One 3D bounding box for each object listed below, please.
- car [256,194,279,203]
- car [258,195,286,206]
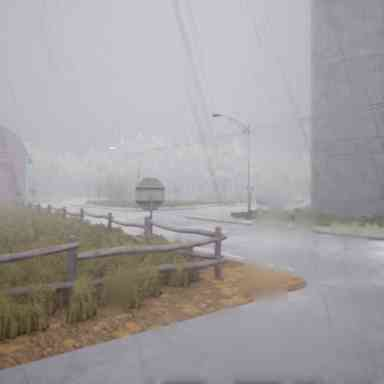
[{"bbox_3d":[16.567,1.341,73.131,1.932,1.855,4.605,0,0,-36],"label":"car"},{"bbox_3d":[13.029,1.503,54.167,2.242,1.667,4.611,0,0,-36],"label":"car"}]
